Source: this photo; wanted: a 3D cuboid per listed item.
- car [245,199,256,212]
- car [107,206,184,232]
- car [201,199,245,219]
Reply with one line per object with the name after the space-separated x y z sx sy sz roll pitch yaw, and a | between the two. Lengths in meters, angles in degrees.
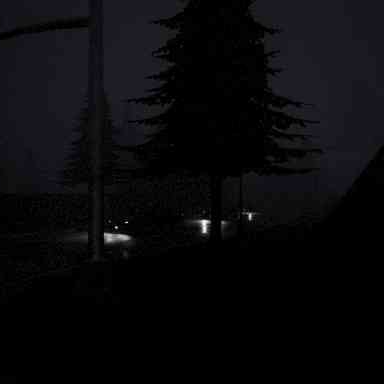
6.459 1.547 38.985 2.033 1.411 5.357 0 0 16 | car
-2.629 1.547 20.380 2.033 1.411 5.357 0 0 35 | car
2.691 1.547 29.248 2.033 1.411 5.357 0 0 26 | car
